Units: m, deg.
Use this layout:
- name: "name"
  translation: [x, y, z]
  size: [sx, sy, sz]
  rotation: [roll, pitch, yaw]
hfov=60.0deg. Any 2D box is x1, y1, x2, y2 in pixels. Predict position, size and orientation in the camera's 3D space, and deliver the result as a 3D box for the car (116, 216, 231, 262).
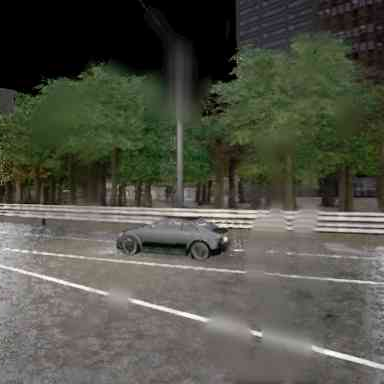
- name: "car"
  translation: [-0.678, 1.590, 12.216]
  size: [4.181, 1.385, 1.994]
  rotation: [0, 0, 23]
